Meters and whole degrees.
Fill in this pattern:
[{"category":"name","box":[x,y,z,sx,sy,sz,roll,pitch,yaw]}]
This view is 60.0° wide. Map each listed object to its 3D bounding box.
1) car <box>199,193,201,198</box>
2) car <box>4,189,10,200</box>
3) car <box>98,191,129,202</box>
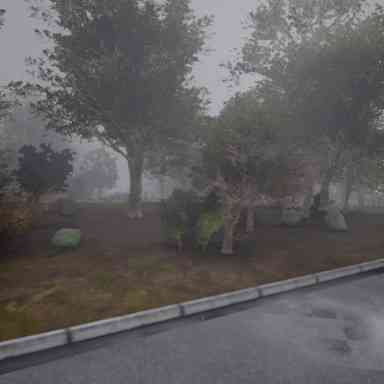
[{"category":"car","box":[3.620,0.492,46.947,5.566,2.045,2.150,0,0,19]},{"category":"car","box":[-20.278,0.374,37.578,4.902,1.511,2.128,1,0,-20]},{"category":"car","box":[-9.595,0.623,43.877,5.357,1.411,2.033,1,-1,-33]}]
